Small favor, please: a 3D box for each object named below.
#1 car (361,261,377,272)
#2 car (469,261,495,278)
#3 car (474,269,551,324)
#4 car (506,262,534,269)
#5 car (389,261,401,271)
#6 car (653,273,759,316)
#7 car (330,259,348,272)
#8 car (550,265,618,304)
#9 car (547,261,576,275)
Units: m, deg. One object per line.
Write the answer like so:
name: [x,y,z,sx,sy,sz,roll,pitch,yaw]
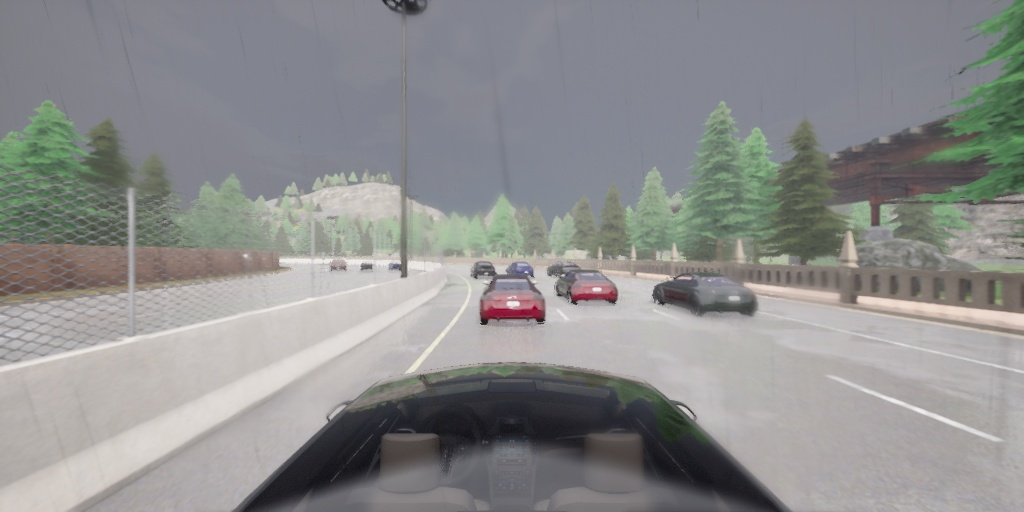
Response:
car: [-18.278,1.293,45.804,1.895,1.301,4.718,0,0,-23]
car: [-2.661,1.214,32.098,1.837,1.490,4.892,0,0,-13]
car: [-0.050,1.300,11.993,1.994,1.385,4.181,0,0,-2]
car: [0.702,1.234,33.020,1.812,1.442,4.674,0,0,-13]
car: [-15.268,1.291,47.664,1.895,1.301,4.718,0,0,-23]
car: [6.895,1.298,13.260,1.994,1.385,4.181,0,0,-2]
car: [-22.027,1.170,45.630,1.882,1.535,5.008,0,0,-24]
car: [3.222,1.294,16.190,1.994,1.385,4.181,0,0,-4]
car: [4.521,1.201,32.010,2.128,1.511,4.902,0,0,-12]
